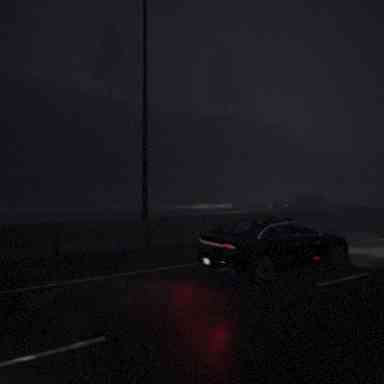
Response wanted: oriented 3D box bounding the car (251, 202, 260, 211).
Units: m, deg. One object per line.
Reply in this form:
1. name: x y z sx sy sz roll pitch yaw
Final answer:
1. car: 8.904 1.346 36.964 5.008 1.535 1.882 0 0 -25

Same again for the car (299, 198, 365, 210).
1. car: 11.599 1.451 26.681 5.357 1.411 2.033 0 0 -26

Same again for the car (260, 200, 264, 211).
1. car: 9.704 1.358 33.479 5.008 1.535 1.882 0 0 -25

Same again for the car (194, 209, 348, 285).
1. car: 2.393 1.457 9.363 4.902 1.511 2.128 0 0 -33

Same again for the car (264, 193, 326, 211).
1. car: 9.573 1.114 29.559 5.566 2.045 2.150 0 0 -25
